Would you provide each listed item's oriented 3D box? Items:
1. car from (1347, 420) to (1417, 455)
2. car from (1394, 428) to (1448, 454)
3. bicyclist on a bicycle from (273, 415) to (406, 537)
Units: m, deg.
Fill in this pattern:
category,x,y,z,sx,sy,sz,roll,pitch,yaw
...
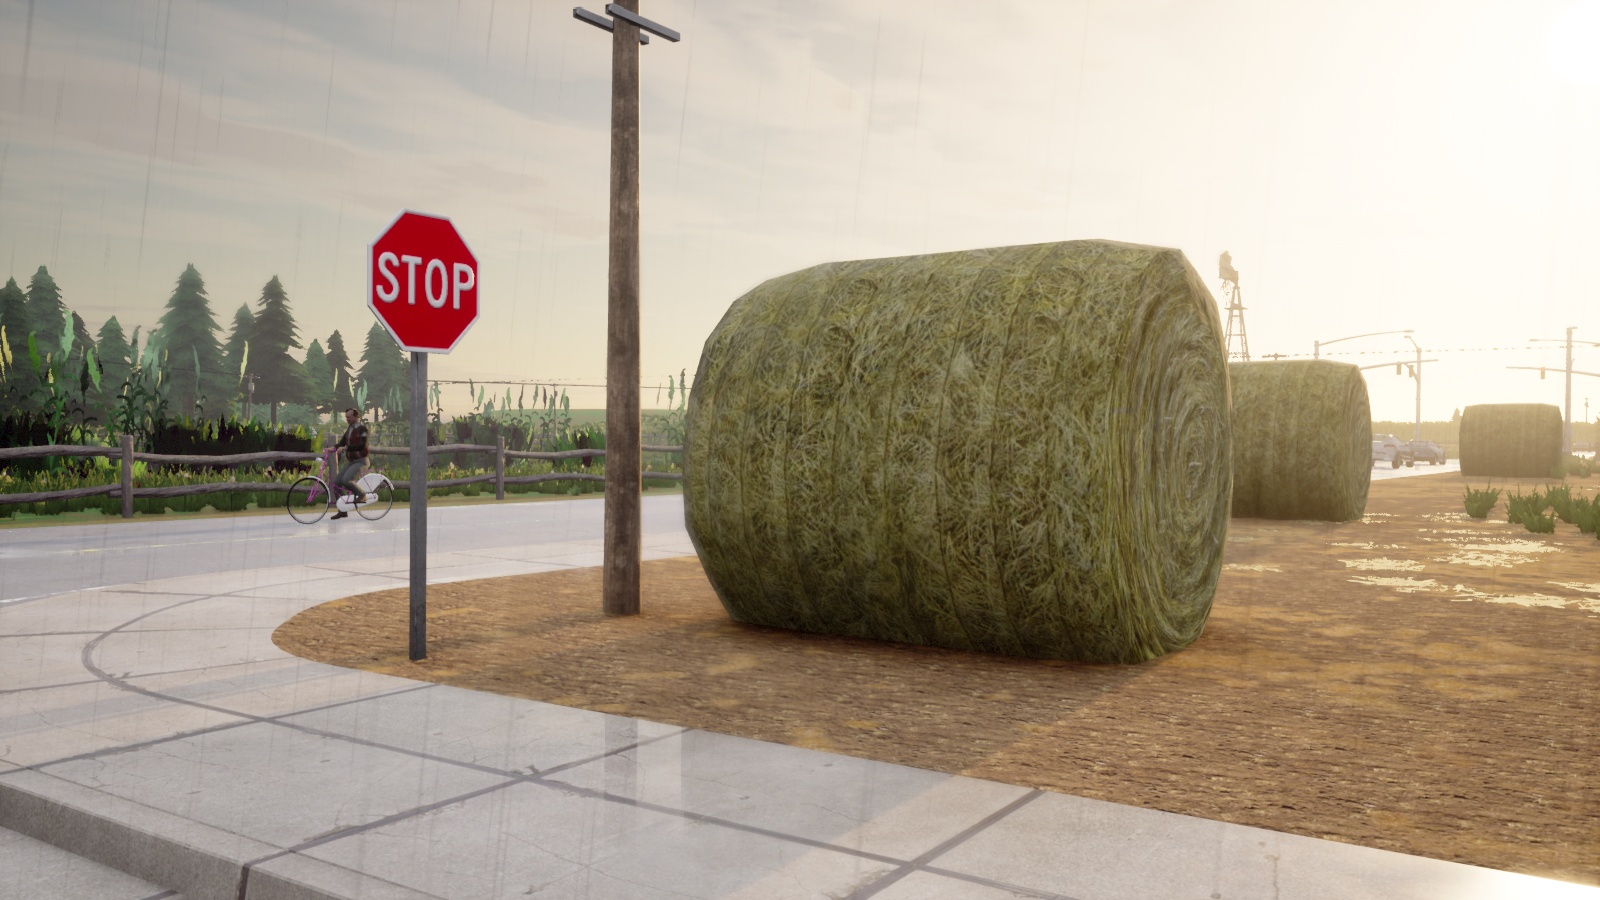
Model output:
category,x,y,z,sx,sy,sz,roll,pitch,yaw
car,28.618,-0.627,61.662,2.152,1.651,5.027,0,1,36
car,34.361,-0.499,69.450,1.994,1.385,4.181,0,1,36
bicyclist on a bicycle,-7.018,0.368,19.220,0.659,1.776,1.843,0,1,36
